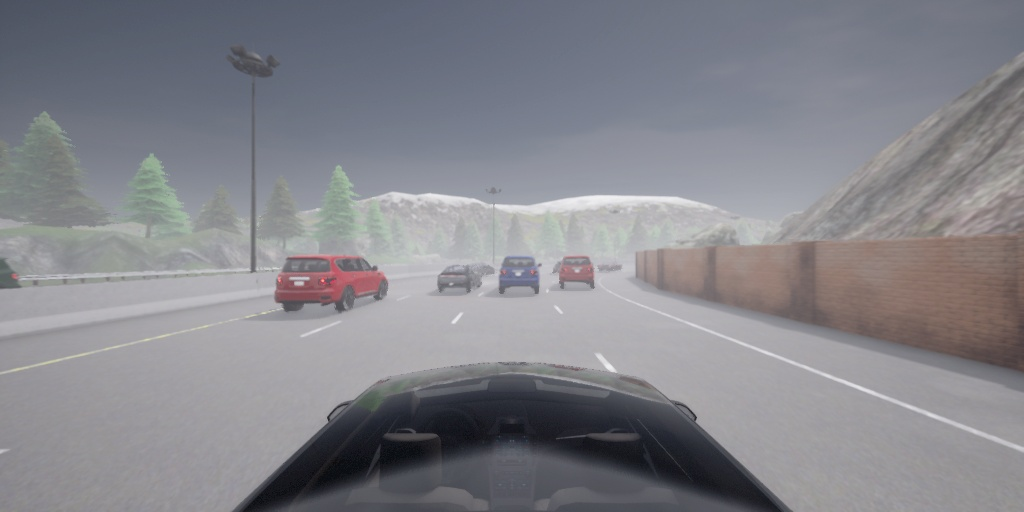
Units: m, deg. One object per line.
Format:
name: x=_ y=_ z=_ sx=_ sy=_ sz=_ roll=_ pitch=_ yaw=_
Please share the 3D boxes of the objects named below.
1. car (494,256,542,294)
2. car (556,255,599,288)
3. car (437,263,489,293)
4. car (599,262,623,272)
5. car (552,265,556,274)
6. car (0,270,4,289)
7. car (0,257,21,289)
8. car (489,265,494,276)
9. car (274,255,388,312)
car: x=0.526 y=0.987 z=20.709 sx=2.150 sy=2.045 sz=5.566 roll=0 pitch=0 yaw=5
car: x=4.294 y=0.983 z=23.936 sx=2.150 sy=2.045 sz=5.566 roll=-1 pitch=0 yaw=9
car: x=-2.954 y=1.261 z=21.083 sx=2.128 sy=1.511 sz=4.902 roll=0 pitch=0 yaw=5
car: x=12.672 y=1.369 z=45.849 sx=1.895 sy=1.301 sz=4.718 roll=0 pitch=0 yaw=34
car: x=6.057 y=1.297 z=40.994 sx=1.812 sy=1.442 sz=4.674 roll=0 pitch=0 yaw=24
car: x=-17.552 y=1.281 z=9.226 sx=1.837 sy=1.490 sz=4.892 roll=0 pitch=0 yaw=1
car: x=-21.039 y=1.004 z=12.141 sx=2.150 sy=2.045 sz=5.566 roll=0 pitch=0 yaw=1
car: x=-3.125 y=1.343 z=35.916 sx=1.994 sy=1.385 sz=4.181 roll=0 pitch=0 yaw=18
car: x=-6.885 y=0.989 z=14.345 sx=2.150 sy=2.045 sz=5.566 roll=0 pitch=0 yaw=1
